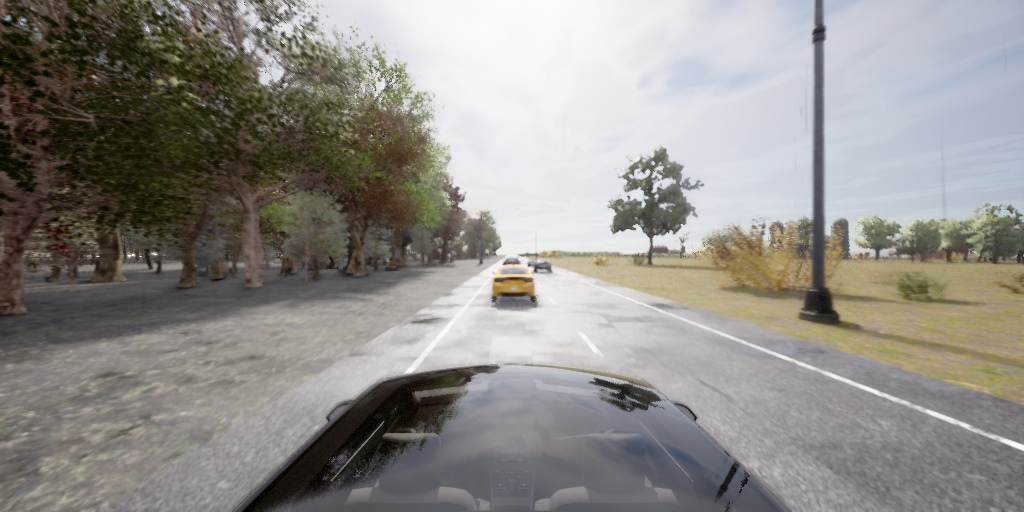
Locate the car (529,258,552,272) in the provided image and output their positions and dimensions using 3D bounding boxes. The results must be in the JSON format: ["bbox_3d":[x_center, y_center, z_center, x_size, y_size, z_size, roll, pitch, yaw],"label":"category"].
[{"bbox_3d":[3.431,1.029,40.612,2.128,1.511,4.902,0,0,0],"label":"car"}]

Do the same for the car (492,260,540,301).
[{"bbox_3d":[0.070,1.150,16.978,1.882,1.535,5.008,0,0,0],"label":"car"}]

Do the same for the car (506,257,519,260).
[{"bbox_3d":[0.008,0.895,40.841,2.097,1.767,4.553,0,0,0],"label":"car"}]
